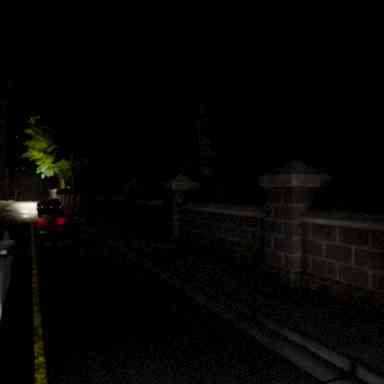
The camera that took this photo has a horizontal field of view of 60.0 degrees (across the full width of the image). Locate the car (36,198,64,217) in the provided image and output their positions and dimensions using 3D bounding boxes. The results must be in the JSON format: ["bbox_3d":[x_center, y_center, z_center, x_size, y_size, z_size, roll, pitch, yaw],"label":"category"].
[{"bbox_3d":[-13.397,1.379,31.385,2.097,1.767,4.553,0,0,-26],"label":"car"}]

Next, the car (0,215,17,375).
[{"bbox_3d":[-3.896,1.223,4.837,2.150,2.045,5.566,0,0,-26],"label":"car"}]

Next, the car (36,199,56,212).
[{"bbox_3d":[-17.732,1.600,40.274,1.994,1.385,4.181,0,0,-26],"label":"car"}]
